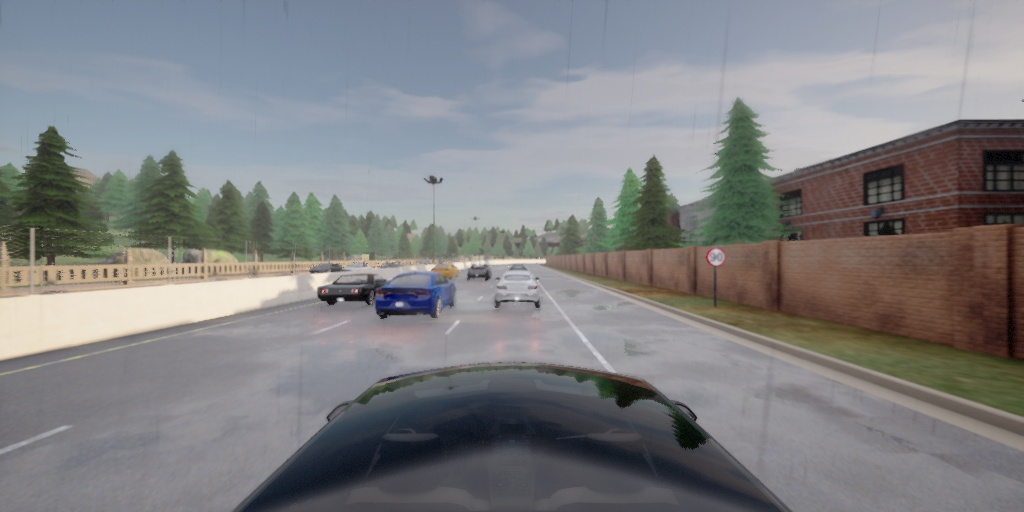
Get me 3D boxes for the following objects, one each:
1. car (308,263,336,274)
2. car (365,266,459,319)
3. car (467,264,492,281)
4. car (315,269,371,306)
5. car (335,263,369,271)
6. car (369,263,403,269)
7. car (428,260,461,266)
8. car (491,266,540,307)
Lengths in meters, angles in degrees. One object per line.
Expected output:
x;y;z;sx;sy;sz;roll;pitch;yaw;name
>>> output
-20.486;1.509;39.747;1.837;1.490;4.892;0;-1;1;car
-3.306;1.302;13.169;1.882;1.535;5.008;0;0;1;car
-2.929;1.439;32.934;2.128;1.511;4.902;0;0;1;car
-6.746;1.448;16.432;1.895;1.301;4.718;0;0;1;car
-16.995;1.523;39.303;1.812;1.442;4.674;0;0;1;car
-13.488;1.489;39.621;2.128;1.511;4.902;0;0;1;car
-6.396;1.437;34.557;1.882;1.535;5.008;0;0;1;car
0.242;1.363;15.820;1.812;1.442;4.674;0;0;1;car
